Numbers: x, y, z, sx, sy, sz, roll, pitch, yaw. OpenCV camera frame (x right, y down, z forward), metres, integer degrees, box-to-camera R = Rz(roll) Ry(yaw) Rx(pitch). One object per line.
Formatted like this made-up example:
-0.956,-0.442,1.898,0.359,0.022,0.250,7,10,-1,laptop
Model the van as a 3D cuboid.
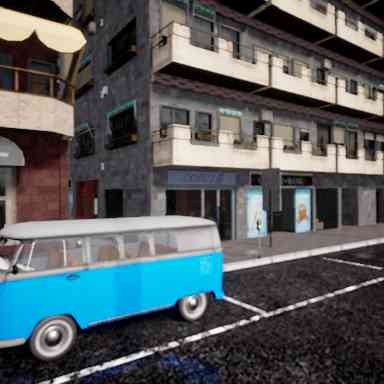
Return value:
-1.323,1.342,5.627,3.998,1.788,1.690,0,0,-36,van
